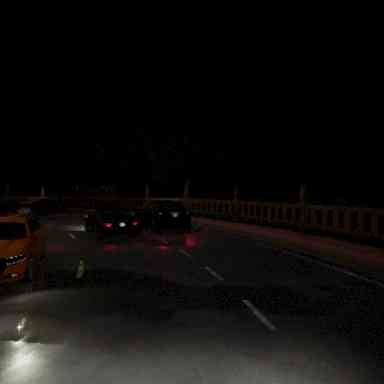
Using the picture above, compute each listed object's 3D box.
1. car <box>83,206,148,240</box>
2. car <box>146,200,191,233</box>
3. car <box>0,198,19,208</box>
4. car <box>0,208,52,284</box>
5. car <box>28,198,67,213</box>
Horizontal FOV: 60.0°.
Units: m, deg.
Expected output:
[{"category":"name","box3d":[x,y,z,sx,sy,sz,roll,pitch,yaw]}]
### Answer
[{"category":"car","box3d":[-4.174,1.474,16.812,2.033,1.411,5.357,0,0,-27]},{"category":"car","box3d":[-1.834,1.251,19.424,2.097,1.767,4.553,-1,0,-26]},{"category":"car","box3d":[-19.404,1.393,33.303,5.008,1.535,1.882,0,0,32]},{"category":"car","box3d":[-5.299,1.452,9.388,1.882,1.535,5.008,0,0,-18]},{"category":"car","box3d":[-15.074,1.363,34.593,5.008,1.535,1.882,0,0,37]}]
